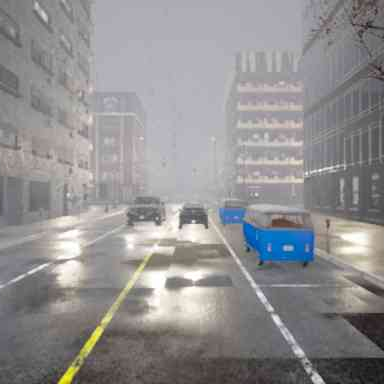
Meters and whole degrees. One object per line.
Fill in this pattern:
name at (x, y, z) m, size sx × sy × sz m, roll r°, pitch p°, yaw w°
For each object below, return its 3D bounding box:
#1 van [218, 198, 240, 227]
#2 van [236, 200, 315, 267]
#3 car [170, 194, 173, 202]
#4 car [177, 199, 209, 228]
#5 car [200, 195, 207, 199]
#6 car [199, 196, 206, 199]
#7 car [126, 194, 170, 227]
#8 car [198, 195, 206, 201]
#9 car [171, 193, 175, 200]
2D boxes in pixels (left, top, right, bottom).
van at (2.698, 1.339, 22.191) m, size 1.690 × 1.788 × 3.998 m, roll 1°, pitch 0°, yaw 0°
van at (2.703, 1.340, 11.174) m, size 1.690 × 1.788 × 3.998 m, roll 1°, pitch 0°, yaw 0°
car at (-5.708, 1.522, 71.170) m, size 1.752 × 1.417 × 4.829 m, roll 1°, pitch 0°, yaw 0°
car at (0.089, 1.504, 22.225) m, size 1.837 × 1.490 × 4.892 m, roll 0°, pitch 0°, yaw 0°
car at (2.668, 1.523, 77.259) m, size 1.752 × 1.417 × 4.829 m, roll 1°, pitch 0°, yaw 0°
car at (0.250, 1.544, 37.696) m, size 2.033 × 1.411 × 5.357 m, roll 0°, pitch 0°, yaw 3°
car at (-3.054, 1.221, 23.258) m, size 2.150 × 2.045 × 5.566 m, roll 0°, pitch 0°, yaw 1°
car at (2.663, 1.565, 88.458) m, size 1.947 × 1.339 × 4.313 m, roll 1°, pitch 0°, yaw 0°
car at (-5.707, 1.313, 77.025) m, size 2.192 × 1.841 × 5.009 m, roll 1°, pitch 0°, yaw 0°
